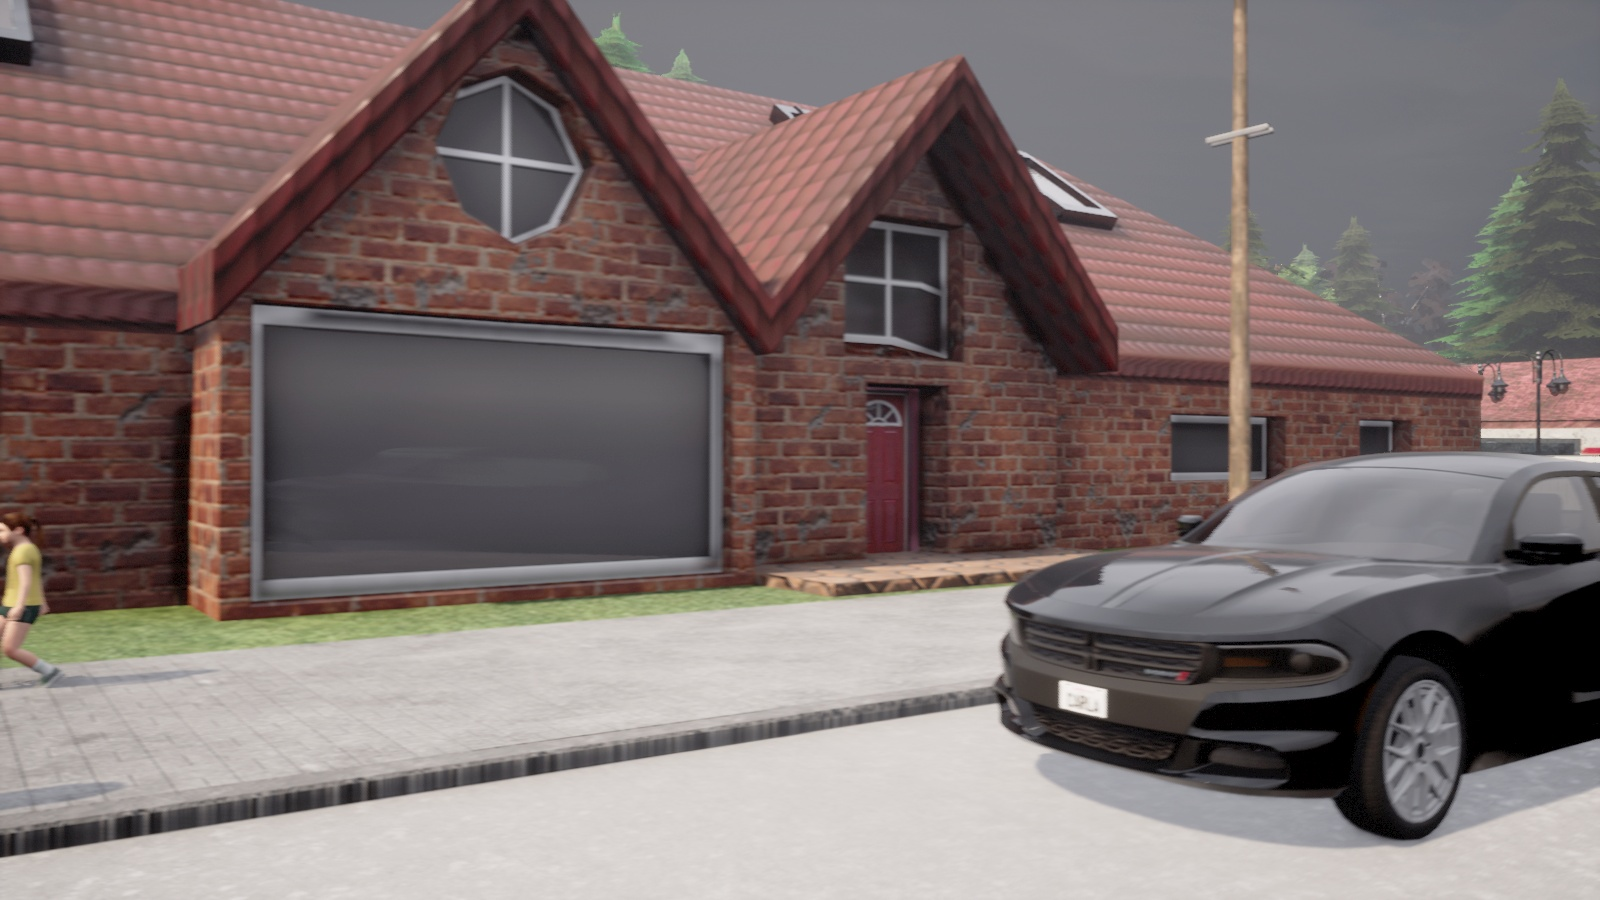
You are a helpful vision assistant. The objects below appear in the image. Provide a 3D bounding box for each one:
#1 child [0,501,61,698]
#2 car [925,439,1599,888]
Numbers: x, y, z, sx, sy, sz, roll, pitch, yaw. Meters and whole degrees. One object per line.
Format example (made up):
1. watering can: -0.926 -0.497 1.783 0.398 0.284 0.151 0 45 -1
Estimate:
1. child: -4.556 0.862 7.338 0.394 1.110 0.255 0 0 -35
2. car: 3.186 0.732 6.472 5.008 1.535 1.882 0 0 -34
